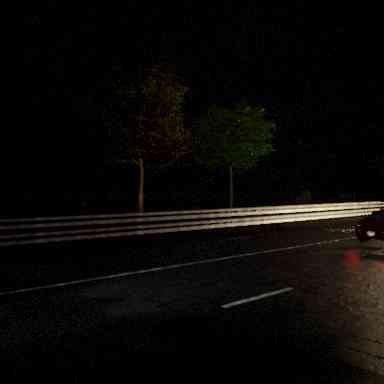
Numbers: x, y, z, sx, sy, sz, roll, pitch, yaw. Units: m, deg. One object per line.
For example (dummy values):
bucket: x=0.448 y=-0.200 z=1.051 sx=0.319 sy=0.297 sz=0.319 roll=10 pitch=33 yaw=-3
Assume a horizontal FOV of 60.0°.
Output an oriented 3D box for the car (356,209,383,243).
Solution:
car: x=8.911 y=1.457 z=14.418 sx=4.674 sy=1.442 sz=1.812 roll=0 pitch=0 yaw=-36
